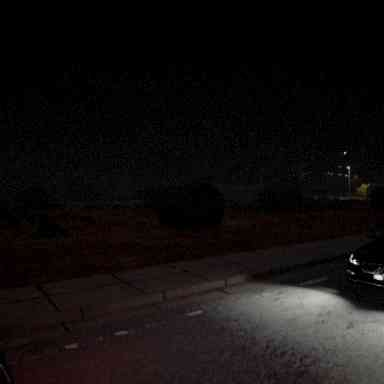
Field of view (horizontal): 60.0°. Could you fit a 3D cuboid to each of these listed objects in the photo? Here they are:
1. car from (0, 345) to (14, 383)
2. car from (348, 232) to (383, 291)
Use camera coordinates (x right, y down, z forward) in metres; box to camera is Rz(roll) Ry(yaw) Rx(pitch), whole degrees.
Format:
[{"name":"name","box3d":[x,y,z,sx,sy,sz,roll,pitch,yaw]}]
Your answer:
[{"name":"car","box3d":[-3.376,1.355,1.576,4.553,1.767,2.097,0,0,-35]},{"name":"car","box3d":[5.693,1.435,8.012,4.892,1.490,1.837,0,0,-35]}]
